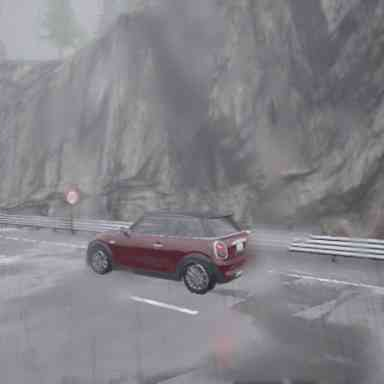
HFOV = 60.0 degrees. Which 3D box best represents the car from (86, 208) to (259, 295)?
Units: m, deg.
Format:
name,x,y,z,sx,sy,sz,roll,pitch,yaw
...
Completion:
name,x,y,z,sx,sy,sz,roll,pitch,yaw
car,-0.683,1.270,8.725,4.553,1.767,2.097,0,1,34
